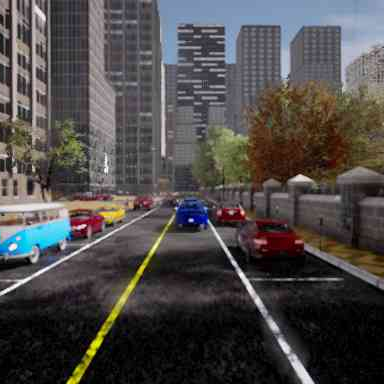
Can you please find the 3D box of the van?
[{"bbox_3d":[-5.541,1.306,11.300,1.690,1.788,3.998,0,0,0],"label":"van"}]

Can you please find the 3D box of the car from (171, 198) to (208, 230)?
[{"bbox_3d":[-0.059,1.378,20.490,1.882,1.535,5.008,0,0,0],"label":"car"}]

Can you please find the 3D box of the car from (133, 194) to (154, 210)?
[{"bbox_3d":[-5.605,1.143,39.003,2.192,1.841,5.009,0,0,0],"label":"car"}]

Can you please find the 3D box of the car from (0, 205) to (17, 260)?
[{"bbox_3d":[-5.500,1.306,5.759,2.192,1.841,5.009,0,0,0],"label":"car"}]

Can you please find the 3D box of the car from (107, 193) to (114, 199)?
[{"bbox_3d":[-18.124,0.970,68.135,4.097,1.590,1.967,0,0,1],"label":"car"}]

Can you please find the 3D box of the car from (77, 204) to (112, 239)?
[{"bbox_3d":[-5.582,1.519,16.841,1.802,1.307,4.206,0,0,0],"label":"car"}]

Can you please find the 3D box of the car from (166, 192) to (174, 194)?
[{"bbox_3d":[-5.973,0.890,88.056,2.192,1.841,5.009,0,0,0],"label":"car"}]

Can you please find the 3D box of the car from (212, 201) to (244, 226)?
[{"bbox_3d":[2.401,1.323,22.368,1.967,1.590,4.097,0,0,0],"label":"car"}]

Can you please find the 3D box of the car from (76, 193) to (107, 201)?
[{"bbox_3d":[-18.210,1.151,60.254,4.206,1.307,1.802,0,0,1],"label":"car"}]

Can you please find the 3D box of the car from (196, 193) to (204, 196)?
[{"bbox_3d":[1.950,1.129,82.562,2.008,1.369,4.403,0,0,0],"label":"car"}]

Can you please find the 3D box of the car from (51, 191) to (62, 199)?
[{"bbox_3d":[-29.177,0.750,68.276,5.009,1.841,2.192,0,0,1],"label":"car"}]

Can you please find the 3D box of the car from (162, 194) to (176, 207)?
[{"bbox_3d":[-3.096,1.347,46.575,1.994,1.385,4.181,0,0,0],"label":"car"}]

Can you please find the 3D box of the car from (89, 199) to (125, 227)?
[{"bbox_3d":[-5.622,1.436,22.211,1.752,1.417,4.829,0,0,0],"label":"car"}]

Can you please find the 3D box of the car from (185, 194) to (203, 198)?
[{"bbox_3d":[-0.200,1.302,38.858,2.128,1.511,4.902,0,0,0],"label":"car"}]

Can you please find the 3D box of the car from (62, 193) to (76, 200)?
[{"bbox_3d":[-23.651,0.922,68.205,4.097,1.590,1.967,0,0,1],"label":"car"}]

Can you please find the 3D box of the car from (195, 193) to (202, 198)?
[{"bbox_3d":[1.866,0.957,93.652,1.967,1.590,4.097,0,0,0],"label":"car"}]

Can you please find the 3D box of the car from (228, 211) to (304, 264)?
[{"bbox_3d":[2.485,1.519,11.269,1.802,1.307,4.206,0,0,0],"label":"car"}]
